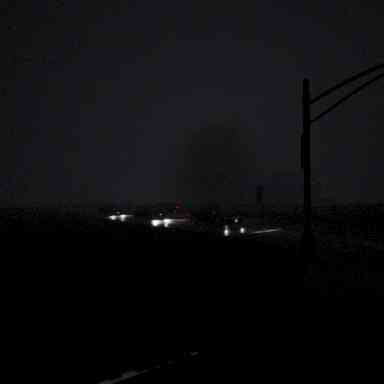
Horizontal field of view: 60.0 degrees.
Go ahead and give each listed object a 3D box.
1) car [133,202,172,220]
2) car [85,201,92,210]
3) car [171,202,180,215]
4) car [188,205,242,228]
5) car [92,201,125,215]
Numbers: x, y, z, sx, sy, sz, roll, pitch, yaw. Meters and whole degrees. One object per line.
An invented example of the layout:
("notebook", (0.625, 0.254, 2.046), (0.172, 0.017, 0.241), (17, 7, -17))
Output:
("car", (-4.189, 1.981, 33.230), (1.994, 1.385, 4.181), (-1, 0, -37))
("car", (-16.964, 2.214, 57.388), (2.128, 1.511, 4.902), (-1, 0, -36))
("car", (-3.223, 1.899, 38.244), (1.837, 1.490, 4.892), (-1, 0, -36))
("car", (1.642, 1.771, 25.114), (2.128, 1.511, 4.902), (-1, 0, -36))
("car", (-10.337, 2.110, 41.829), (2.033, 1.411, 5.357), (-1, 0, -35))
